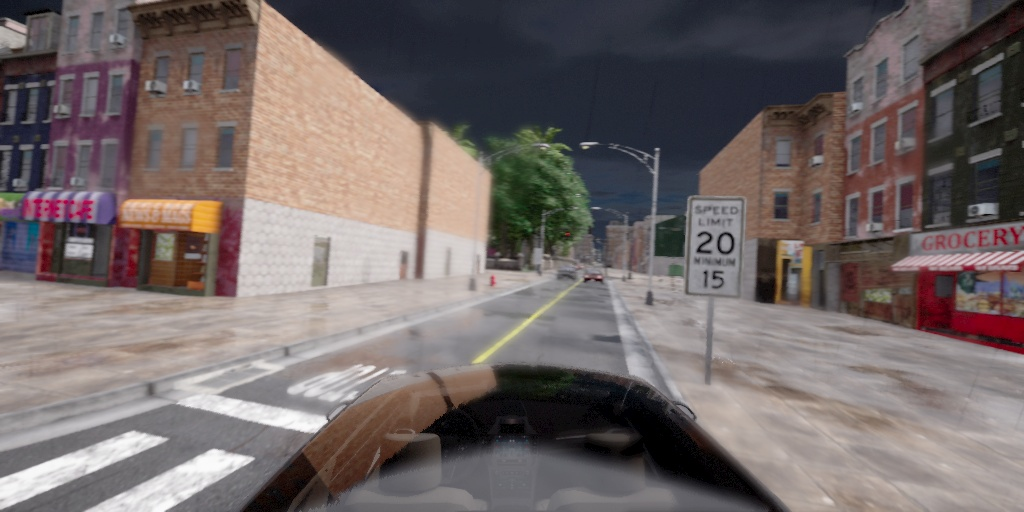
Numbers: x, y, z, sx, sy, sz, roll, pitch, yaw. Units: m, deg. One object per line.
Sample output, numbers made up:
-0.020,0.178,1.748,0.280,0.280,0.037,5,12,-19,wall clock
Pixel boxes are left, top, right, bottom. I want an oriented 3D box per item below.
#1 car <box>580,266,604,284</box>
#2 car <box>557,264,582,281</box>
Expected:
8.084,1.994,35.393,1.895,1.301,4.718,3,0,15,car
5.968,1.839,38.324,2.033,1.411,5.357,3,0,14,car
